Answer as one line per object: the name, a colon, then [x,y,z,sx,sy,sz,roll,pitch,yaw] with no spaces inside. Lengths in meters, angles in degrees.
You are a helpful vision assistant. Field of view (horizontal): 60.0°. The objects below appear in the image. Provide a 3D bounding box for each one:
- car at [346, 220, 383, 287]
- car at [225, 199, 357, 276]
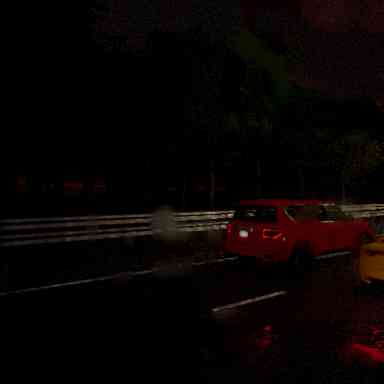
car: [6.073,1.498,8.122,5.008,1.535,1.882,0,0,-36]
car: [3.587,1.242,10.643,5.566,2.045,2.150,0,0,-36]
